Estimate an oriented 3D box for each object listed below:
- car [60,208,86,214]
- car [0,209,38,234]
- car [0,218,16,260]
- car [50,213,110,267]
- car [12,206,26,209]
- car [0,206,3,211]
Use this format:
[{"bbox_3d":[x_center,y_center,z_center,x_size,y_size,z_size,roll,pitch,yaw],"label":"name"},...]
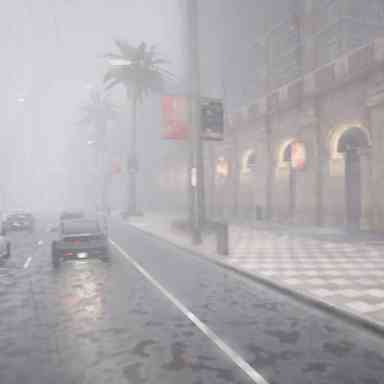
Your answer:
[{"bbox_3d":[-9.985,2.096,27.902,1.882,1.535,5.008,-1,0,-21],"label":"car"},{"bbox_3d":[-12.099,2.155,23.574,2.033,1.411,5.357,-1,-1,-21],"label":"car"},{"bbox_3d":[-7.501,1.859,11.355,1.812,1.442,4.674,-1,-1,-20],"label":"car"},{"bbox_3d":[-4.296,1.784,12.782,1.837,1.490,4.892,-1,0,-20],"label":"car"},{"bbox_3d":[-26.961,2.871,52.010,1.812,1.442,4.674,-1,-1,-21],"label":"car"},{"bbox_3d":[-30.153,2.751,50.560,2.097,1.767,4.553,-1,-1,-21],"label":"car"}]
